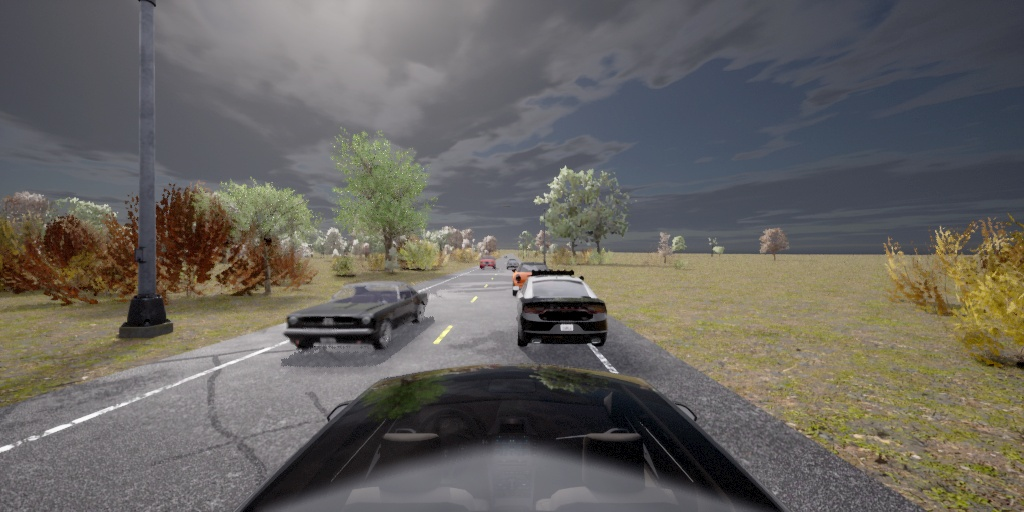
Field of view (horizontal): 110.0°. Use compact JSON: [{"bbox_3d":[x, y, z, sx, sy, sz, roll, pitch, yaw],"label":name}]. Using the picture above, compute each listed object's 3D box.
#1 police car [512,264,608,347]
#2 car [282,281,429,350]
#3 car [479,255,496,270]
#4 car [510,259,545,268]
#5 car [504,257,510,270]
[{"bbox_3d":[1.059,1.174,9.488,1.930,1.638,5.238,0,0,0],"label":"police car"},{"bbox_3d":[-3.592,1.349,9.208,1.895,1.301,4.718,0,0,0],"label":"car"},{"bbox_3d":[-3.544,0.920,52.934,2.150,2.045,5.566,0,0,0],"label":"car"},{"bbox_3d":[1.069,1.095,19.349,2.097,1.767,4.553,0,0,0],"label":"car"},{"bbox_3d":[0.127,1.246,52.939,2.033,1.411,5.357,0,0,0],"label":"car"}]
